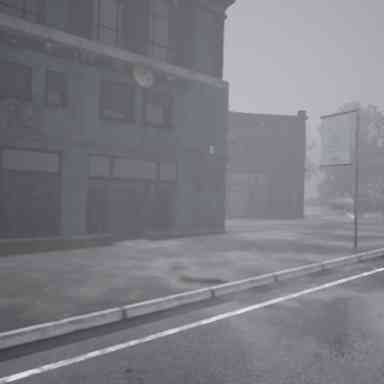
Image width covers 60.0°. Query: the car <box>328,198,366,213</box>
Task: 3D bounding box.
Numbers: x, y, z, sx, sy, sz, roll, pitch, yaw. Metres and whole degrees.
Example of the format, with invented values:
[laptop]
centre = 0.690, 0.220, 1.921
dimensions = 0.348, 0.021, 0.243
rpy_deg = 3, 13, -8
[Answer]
[car]
centre = 16.313, 1.377, 35.270
dimensions = 1.882, 1.535, 5.008
rpy_deg = 2, 0, -5
